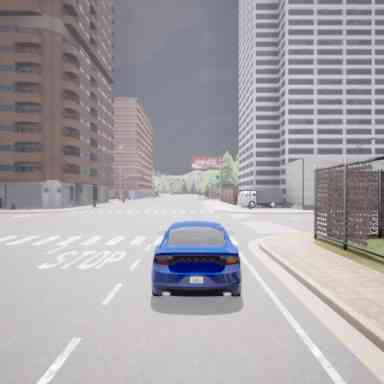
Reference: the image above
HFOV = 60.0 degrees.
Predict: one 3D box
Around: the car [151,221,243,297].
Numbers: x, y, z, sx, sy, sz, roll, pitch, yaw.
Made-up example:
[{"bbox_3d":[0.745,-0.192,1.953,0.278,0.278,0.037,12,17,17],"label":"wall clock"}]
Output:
[{"bbox_3d":[0.112,1.477,8.637,1.882,1.535,5.008,0,0,1],"label":"car"}]
